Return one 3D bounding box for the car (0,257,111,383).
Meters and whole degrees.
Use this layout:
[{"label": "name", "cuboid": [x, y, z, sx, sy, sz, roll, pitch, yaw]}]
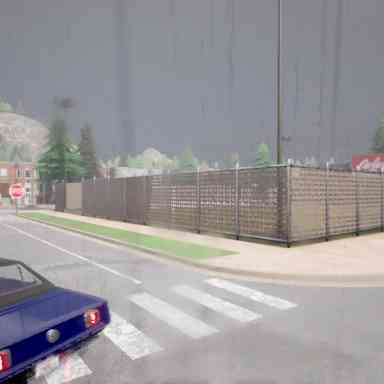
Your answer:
[{"label": "car", "cuboid": [-3.545, 1.600, 4.639, 4.718, 1.301, 1.895, 0, 1, 27]}]
